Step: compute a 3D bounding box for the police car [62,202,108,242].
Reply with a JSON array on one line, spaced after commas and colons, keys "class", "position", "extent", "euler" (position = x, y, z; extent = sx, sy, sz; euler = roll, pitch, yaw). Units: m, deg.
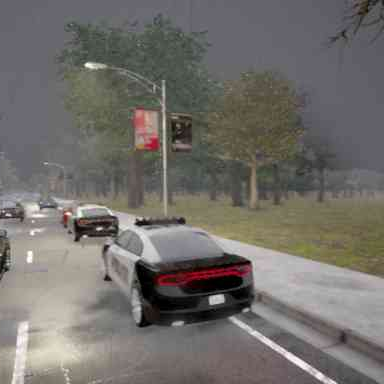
[{"class": "police car", "position": [-4.981, 1.340, 16.297], "extent": [1.930, 1.638, 5.238], "euler": [-1, 0, -25]}]

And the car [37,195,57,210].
[{"class": "car", "position": [-17.646, 1.446, 40.833], "extent": [1.994, 1.385, 4.181], "euler": [-1, 0, -25]}]

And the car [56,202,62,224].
[{"class": "car", "position": [-7.491, 1.380, 21.634], "extent": [1.882, 1.535, 5.008], "euler": [-1, 0, -25]}]

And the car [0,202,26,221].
[{"class": "car", "position": [-13.952, 1.465, 25.658], "extent": [1.812, 1.442, 4.674], "euler": [-1, 0, -25]}]

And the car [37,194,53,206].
[{"class": "car", "position": [-23.664, 1.233, 53.398], "extent": [2.097, 1.767, 4.553], "euler": [-1, 0, -26]}]

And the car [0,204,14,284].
[{"class": "car", "position": [-5.424, 1.337, 7.513], "extent": [2.097, 1.767, 4.553], "euler": [-1, 1, -25]}]

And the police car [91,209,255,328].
[{"class": "police car", "position": [-0.733, 1.367, 7.231], "extent": [1.930, 1.638, 5.238], "euler": [-1, 1, -25]}]
